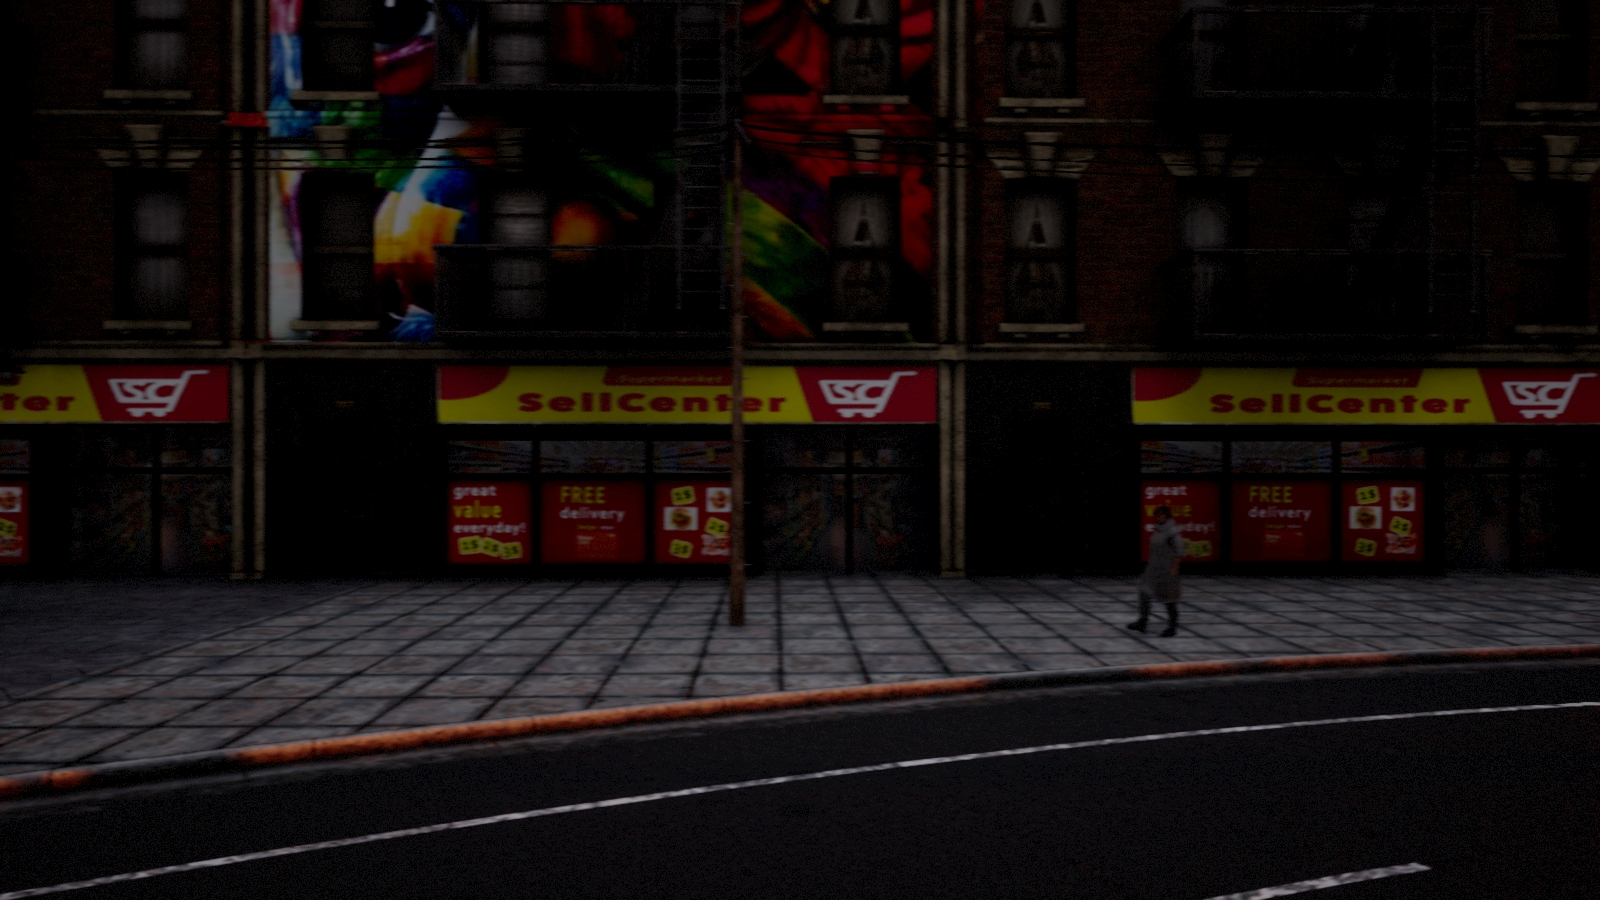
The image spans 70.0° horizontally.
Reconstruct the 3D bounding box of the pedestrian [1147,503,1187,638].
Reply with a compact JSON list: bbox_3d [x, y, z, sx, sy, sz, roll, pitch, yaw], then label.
[{"bbox_3d":[5.203,1.695,16.200,0.375,1.860,0.375,0,0,-23],"label":"pedestrian"}]
